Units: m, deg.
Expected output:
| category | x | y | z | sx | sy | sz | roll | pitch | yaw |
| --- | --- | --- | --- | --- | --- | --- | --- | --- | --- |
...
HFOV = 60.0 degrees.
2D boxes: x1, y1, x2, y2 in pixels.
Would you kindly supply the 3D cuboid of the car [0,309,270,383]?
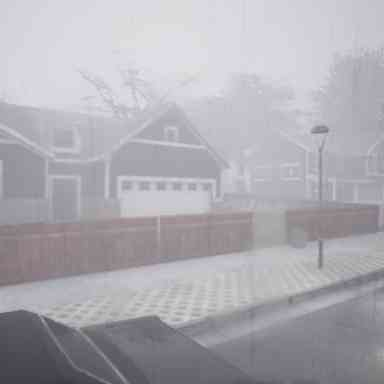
| category | x | y | z | sx | sy | sz | roll | pitch | yaw |
| --- | --- | --- | --- | --- | --- | --- | --- | --- | --- |
| car | -1.795 | 1.601 | 1.793 | 4.718 | 1.301 | 1.895 | 0 | 0 | -35 |
